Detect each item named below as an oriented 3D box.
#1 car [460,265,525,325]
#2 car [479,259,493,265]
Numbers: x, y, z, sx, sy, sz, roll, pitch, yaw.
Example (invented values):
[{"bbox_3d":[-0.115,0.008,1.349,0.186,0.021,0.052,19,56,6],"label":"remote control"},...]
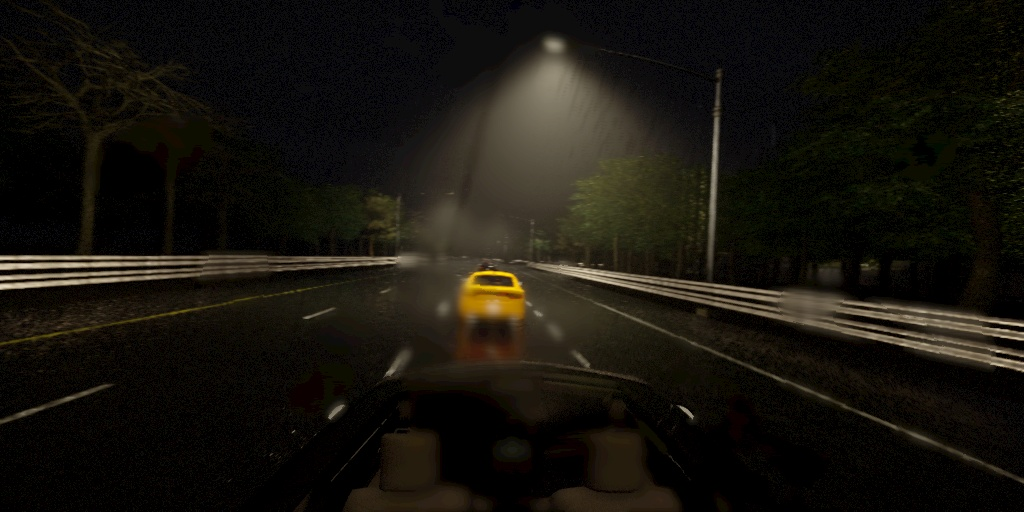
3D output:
[{"bbox_3d":[-0.670,1.261,12.162,1.882,1.535,5.008,3,0,-4],"label":"car"},{"bbox_3d":[-2.726,1.421,40.050,1.994,1.385,4.181,3,0,-4],"label":"car"}]
